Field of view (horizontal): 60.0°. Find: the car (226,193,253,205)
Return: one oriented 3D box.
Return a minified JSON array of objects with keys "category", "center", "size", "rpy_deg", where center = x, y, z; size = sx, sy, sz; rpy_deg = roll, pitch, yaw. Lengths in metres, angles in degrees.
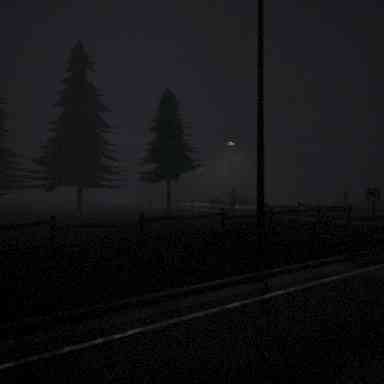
[{"category":"car","center":[7.756,1.179,56.253],"size":[2.150,2.045,5.566],"rpy_deg":[0,0,-35]}]

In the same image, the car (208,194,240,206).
[{"category":"car","center":[4.824,1.505,54.341],"size":[2.033,1.411,5.357],"rpy_deg":[0,0,-35]}]
